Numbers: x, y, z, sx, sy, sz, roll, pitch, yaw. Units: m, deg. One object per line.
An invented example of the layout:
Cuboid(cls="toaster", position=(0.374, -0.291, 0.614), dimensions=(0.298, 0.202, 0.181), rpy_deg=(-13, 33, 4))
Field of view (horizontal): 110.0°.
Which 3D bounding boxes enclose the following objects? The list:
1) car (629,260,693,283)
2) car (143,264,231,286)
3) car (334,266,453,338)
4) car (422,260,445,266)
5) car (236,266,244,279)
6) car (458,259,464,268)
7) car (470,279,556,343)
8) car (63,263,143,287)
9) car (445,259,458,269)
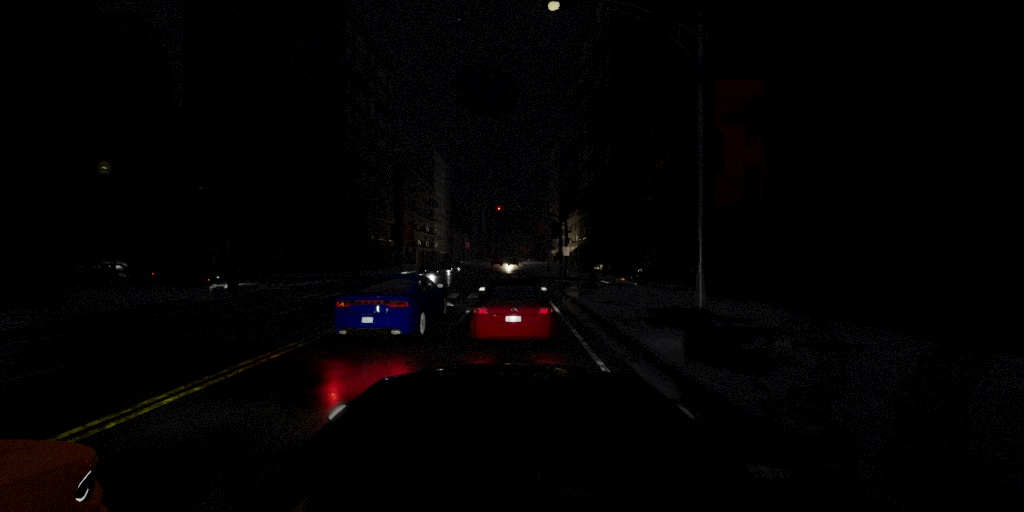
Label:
Cuboid(cls="car", position=(11.637, 1.140, 28.083), dimensions=(4.553, 1.767, 2.097), rpy_deg=(0, 0, 2))
Cuboid(cls="car", position=(-22.518, 1.307, 25.049), dimensions=(4.181, 1.385, 1.994), rpy_deg=(0, 0, 1))
Cuboid(cls="car", position=(-3.120, 1.228, 10.202), dimensions=(1.882, 1.535, 5.008), rpy_deg=(0, 0, 0))
Cuboid(cls="car", position=(-9.708, 1.350, 42.554), dimensions=(1.895, 1.301, 4.718), rpy_deg=(0, 0, 0))
Cuboid(cls="car", position=(-25.276, 1.330, 30.556), dimensions=(4.313, 1.339, 1.948), rpy_deg=(0, 0, 0))
Cuboid(cls="car", position=(-9.603, 1.290, 63.144), dimensions=(2.033, 1.411, 5.357), rpy_deg=(0, 0, 1))
Cuboid(cls="car", position=(0.031, 1.314, 9.674), dimensions=(1.994, 1.385, 4.181), rpy_deg=(0, 0, 0))
Cuboid(cls="car", position=(-25.346, 1.172, 22.531), dimensions=(4.097, 1.591, 1.967), rpy_deg=(0, 0, 0))
Cuboid(cls="car", position=(-9.668, 1.251, 52.813), dimensions=(1.837, 1.490, 4.892), rpy_deg=(0, 0, 0))
